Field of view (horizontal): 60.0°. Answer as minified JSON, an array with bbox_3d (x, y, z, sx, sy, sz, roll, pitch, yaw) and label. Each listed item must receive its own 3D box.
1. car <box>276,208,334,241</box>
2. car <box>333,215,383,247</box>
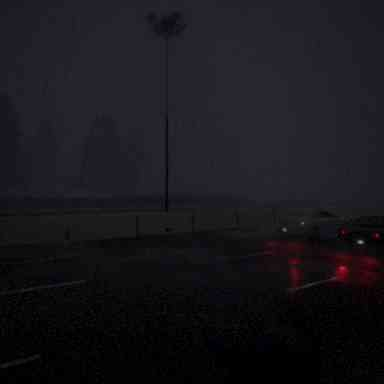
[{"bbox_3d":[6.237,1.556,16.916,4.674,1.442,1.812,0,0,-35],"label":"car"},{"bbox_3d":[8.294,1.640,14.084,4.718,1.301,1.895,0,0,-35],"label":"car"}]
